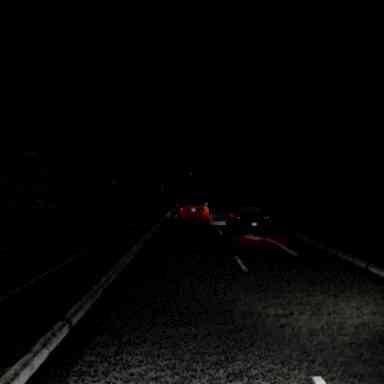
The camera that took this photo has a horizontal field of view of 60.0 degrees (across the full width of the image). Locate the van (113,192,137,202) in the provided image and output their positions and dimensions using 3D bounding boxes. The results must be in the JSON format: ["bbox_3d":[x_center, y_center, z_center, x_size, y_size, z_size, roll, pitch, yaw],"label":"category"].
[{"bbox_3d":[-13.615,0.967,67.252,4.442,1.987,1.878,-1,0,-19],"label":"van"}]

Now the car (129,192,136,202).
[{"bbox_3d":[-13.802,0.948,61.179,5.566,2.045,2.435,-1,0,-20],"label":"car"}]

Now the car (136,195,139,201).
[{"bbox_3d":[-13.730,0.945,64.215,5.566,2.045,2.435,-1,0,-20],"label":"car"}]

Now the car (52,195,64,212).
[{"bbox_3d":[-13.987,1.288,28.105,5.366,1.575,1.946,-1,1,-20],"label":"car"}]

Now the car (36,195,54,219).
[{"bbox_3d":[-13.641,1.302,25.239,5.366,1.575,1.946,-1,0,-20],"label":"car"}]

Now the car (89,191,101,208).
[{"bbox_3d":[-13.778,1.103,40.182,4.553,1.767,2.185,-1,1,-20],"label":"car"}]

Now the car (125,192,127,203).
[{"bbox_3d":[-13.970,1.203,55.116,5.366,1.575,1.946,-1,0,-20],"label":"car"}]

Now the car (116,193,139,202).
[{"bbox_3d":[-13.641,1.066,70.230,4.553,1.767,2.185,-1,0,-19],"label":"car"}]

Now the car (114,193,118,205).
[{"bbox_3d":[-13.828,1.240,49.162,4.792,1.488,2.163,-1,0,-20],"label":"car"}]

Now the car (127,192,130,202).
[{"bbox_3d":[-13.781,1.241,58.183,4.674,1.452,2.002,-1,0,-20],"label":"car"}]

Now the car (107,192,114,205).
[{"bbox_3d":[-13.812,1.216,46.178,4.892,1.521,2.231,-1,0,-20],"label":"car"}]

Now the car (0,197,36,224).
[{"bbox_3d":[-13.796,1.081,22.185,5.566,2.045,2.435,-1,0,-20],"label":"car"}]

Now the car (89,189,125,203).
[{"bbox_3d":[-13.829,0.956,52.166,5.566,2.045,2.435,-1,0,-20],"label":"car"}]

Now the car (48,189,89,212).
[{"bbox_3d":[-13.838,1.002,34.155,5.566,2.045,2.435,-1,1,-20],"label":"car"}]

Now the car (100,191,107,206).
[{"bbox_3d":[-13.840,1.096,43.168,4.553,1.767,2.185,-1,0,-20],"label":"car"}]

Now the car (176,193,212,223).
[{"bbox_3d":[0.098,1.179,23.974,2.097,1.767,4.553,0,0,0],"label":"car"}]

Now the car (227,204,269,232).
[{"bbox_3d":[3.098,1.394,18.827,1.812,1.442,4.674,0,1,0],"label":"car"}]

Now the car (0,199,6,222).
[{"bbox_3d":[-13.792,1.386,19.184,4.792,1.488,2.163,-1,0,-20],"label":"car"}]
